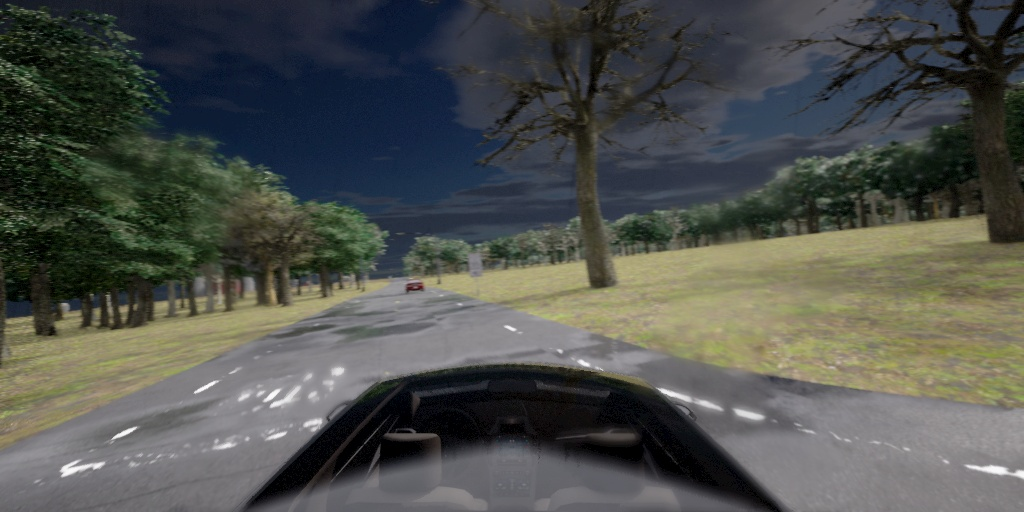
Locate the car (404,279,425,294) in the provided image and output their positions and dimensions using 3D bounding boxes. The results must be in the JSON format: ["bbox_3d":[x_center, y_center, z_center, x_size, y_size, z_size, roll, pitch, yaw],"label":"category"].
[{"bbox_3d":[-11.055,3.368,40.757,1.882,1.535,5.008,-5,-2,-17],"label":"car"}]
